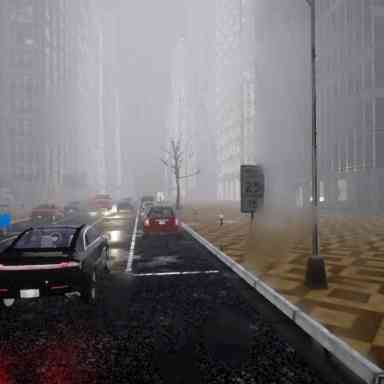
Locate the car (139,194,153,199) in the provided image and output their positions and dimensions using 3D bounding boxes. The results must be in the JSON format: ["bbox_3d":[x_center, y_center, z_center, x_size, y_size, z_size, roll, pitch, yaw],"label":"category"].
[{"bbox_3d":[-6.080,1.349,45.352,2.192,1.841,5.009,0,0,-9],"label":"car"}]

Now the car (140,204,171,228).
[{"bbox_3d":[-2.581,1.576,22.868,1.947,1.339,4.313,0,0,-9],"label":"car"}]

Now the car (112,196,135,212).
[{"bbox_3d":[-7.799,1.534,39.118,2.128,1.511,4.902,0,0,-8],"label":"car"}]

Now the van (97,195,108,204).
[{"bbox_3d":[-17.803,1.447,66.602,1.690,1.788,3.998,0,0,-9],"label":"van"}]

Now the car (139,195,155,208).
[{"bbox_3d":[-6.939,1.354,50.976,2.192,1.841,5.009,0,0,-9],"label":"car"}]

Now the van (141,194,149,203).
[{"bbox_3d":[-10.374,1.405,73.471,1.690,1.788,3.998,0,0,-9],"label":"van"}]

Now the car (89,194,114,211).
[{"bbox_3d":[-11.385,1.286,42.335,2.150,2.045,5.566,0,0,-9],"label":"car"}]

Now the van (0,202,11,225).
[{"bbox_3d":[-10.194,1.395,15.971,1.690,1.788,3.998,0,0,-9],"label":"van"}]

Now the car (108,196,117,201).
[{"bbox_3d":[-21.239,1.683,89.097,2.008,1.369,4.403,0,0,-9],"label":"car"}]

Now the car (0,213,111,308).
[{"bbox_3d":[-3.108,1.503,8.018,2.128,1.511,4.902,0,0,-9],"label":"car"}]

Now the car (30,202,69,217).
[{"bbox_3d":[-11.802,1.610,27.235,1.887,1.381,4.507,0,0,-9],"label":"car"}]

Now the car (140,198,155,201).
[{"bbox_3d":[-4.364,1.604,34.104,1.802,1.307,4.206,0,0,-9],"label":"car"}]

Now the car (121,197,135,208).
[{"bbox_3d":[-9.382,1.531,49.188,1.882,1.535,5.008,0,0,-8],"label":"car"}]

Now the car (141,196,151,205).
[{"bbox_3d":[-8.683,1.577,62.391,1.752,1.417,4.829,0,0,-9],"label":"car"}]

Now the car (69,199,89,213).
[{"bbox_3d":[-13.510,1.642,38.481,1.947,1.339,4.313,0,0,-9],"label":"car"}]

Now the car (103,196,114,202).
[{"bbox_3d":[-19.521,1.685,77.850,1.947,1.339,4.313,0,0,-9],"label":"car"}]

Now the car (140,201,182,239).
[{"bbox_3d":[-1.667,1.444,17.253,1.967,1.590,4.097,0,0,-9],"label":"car"}]

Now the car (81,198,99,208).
[{"bbox_3d":[-15.227,1.654,49.730,1.947,1.339,4.313,0,0,-9],"label":"car"}]
